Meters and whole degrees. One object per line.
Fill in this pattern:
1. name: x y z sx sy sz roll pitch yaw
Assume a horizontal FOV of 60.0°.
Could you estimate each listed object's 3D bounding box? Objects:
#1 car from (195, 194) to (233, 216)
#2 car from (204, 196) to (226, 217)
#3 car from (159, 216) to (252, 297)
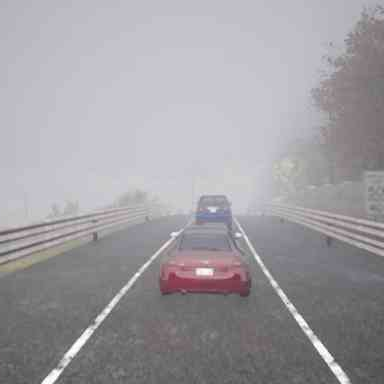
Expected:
1. car: 1.405 1.206 21.307 2.150 2.045 5.566 0 -1 5
2. car: 2.453 1.528 35.005 2.150 2.045 5.566 0 -2 5
3. car: 0.361 1.540 8.554 1.994 1.385 4.181 0 0 3
